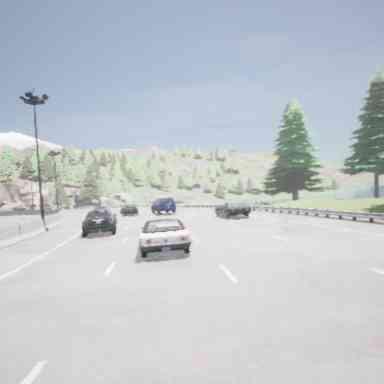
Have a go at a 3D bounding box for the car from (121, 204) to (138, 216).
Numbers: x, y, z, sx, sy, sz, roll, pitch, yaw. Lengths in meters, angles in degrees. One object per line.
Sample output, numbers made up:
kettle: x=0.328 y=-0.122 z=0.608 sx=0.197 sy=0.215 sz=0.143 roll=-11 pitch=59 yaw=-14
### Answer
car: x=-8.631 y=2.417 z=45.514 sx=2.128 sy=1.511 sz=4.902 roll=-4 pitch=0 yaw=-20

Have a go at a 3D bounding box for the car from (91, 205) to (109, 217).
car: x=-13.752 y=2.819 z=49.532 sx=1.882 sy=1.535 sz=5.008 roll=-4 pitch=0 yaw=-22

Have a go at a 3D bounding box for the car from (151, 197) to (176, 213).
car: x=-3.621 y=1.741 z=41.849 sx=2.150 sy=2.045 sz=5.566 roll=-4 pitch=0 yaw=-18

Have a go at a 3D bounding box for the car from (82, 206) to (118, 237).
car: x=-6.294 y=1.966 z=22.957 sx=2.097 sy=1.767 sz=4.553 roll=-4 pitch=0 yaw=-11

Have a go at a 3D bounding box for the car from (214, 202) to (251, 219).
car: x=3.365 y=1.507 z=28.666 sx=1.895 sy=1.301 sz=4.718 roll=-4 pitch=0 yaw=-12

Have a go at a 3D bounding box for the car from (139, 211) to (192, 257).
car: x=-1.195 y=1.773 z=14.011 sx=1.895 sy=1.301 sz=4.718 roll=-4 pitch=0 yaw=-7
